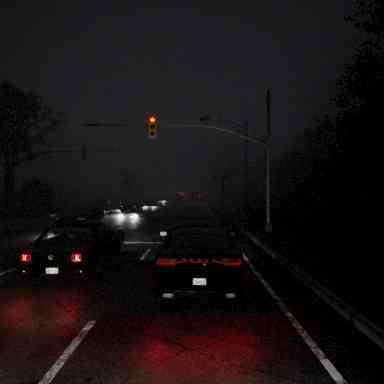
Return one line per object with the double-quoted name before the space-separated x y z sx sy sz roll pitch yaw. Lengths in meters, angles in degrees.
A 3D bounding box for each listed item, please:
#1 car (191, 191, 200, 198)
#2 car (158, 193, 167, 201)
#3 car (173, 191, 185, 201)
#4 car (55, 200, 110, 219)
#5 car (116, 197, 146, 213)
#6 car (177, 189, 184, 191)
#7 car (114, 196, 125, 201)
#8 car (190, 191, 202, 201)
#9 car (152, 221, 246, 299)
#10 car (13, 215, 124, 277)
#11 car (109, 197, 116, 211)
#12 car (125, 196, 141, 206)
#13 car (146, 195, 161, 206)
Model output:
"car" 0.815 0.561 77.603 1.895 1.301 4.718 0 3 1
"car" -6.295 1.001 68.390 1.994 1.385 4.181 0 3 1
"car" -2.808 1.070 66.869 2.033 1.411 5.357 0 3 1
"car" -6.932 1.477 20.956 1.882 1.535 5.008 0 0 1
"car" -6.745 1.601 37.426 1.895 1.301 4.718 0 0 1
"car" -2.689 0.173 77.247 2.097 1.767 4.553 0 3 1
"car" -10.147 1.352 45.670 2.097 1.767 4.553 0 0 1
"car" 0.792 0.738 66.938 2.150 2.045 5.566 0 3 1
"car" 0.153 1.478 8.522 1.882 1.535 5.008 0 0 0
"car" -3.373 1.601 10.199 1.895 1.301 4.718 0 0 -1
"car" -10.246 1.564 37.068 1.994 1.385 4.181 0 0 1
"car" -10.006 1.494 56.926 1.994 1.385 4.181 0 1 1
"car" -6.556 1.553 53.118 1.994 1.385 4.181 0 0 1
